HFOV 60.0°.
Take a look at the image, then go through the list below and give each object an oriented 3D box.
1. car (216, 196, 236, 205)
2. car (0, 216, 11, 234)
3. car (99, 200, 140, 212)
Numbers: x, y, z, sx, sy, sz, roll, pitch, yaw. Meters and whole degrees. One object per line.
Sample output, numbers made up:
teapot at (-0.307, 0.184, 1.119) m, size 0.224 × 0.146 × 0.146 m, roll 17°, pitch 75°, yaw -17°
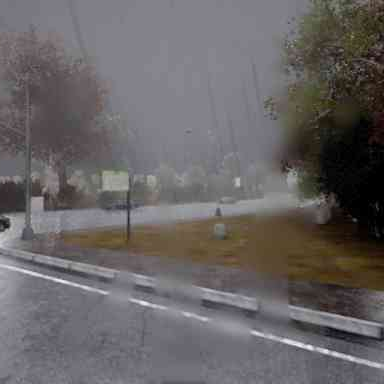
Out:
car at (5.829, 1.439, 56.858) m, size 1.994 × 1.385 × 4.181 m, roll 0°, pitch 0°, yaw 36°
car at (-11.869, 1.523, 17.030) m, size 1.812 × 1.442 × 4.674 m, roll 0°, pitch 0°, yaw 39°
car at (-8.338, 1.584, 38.382) m, size 1.895 × 1.301 × 4.718 m, roll 0°, pitch 0°, yaw 38°
